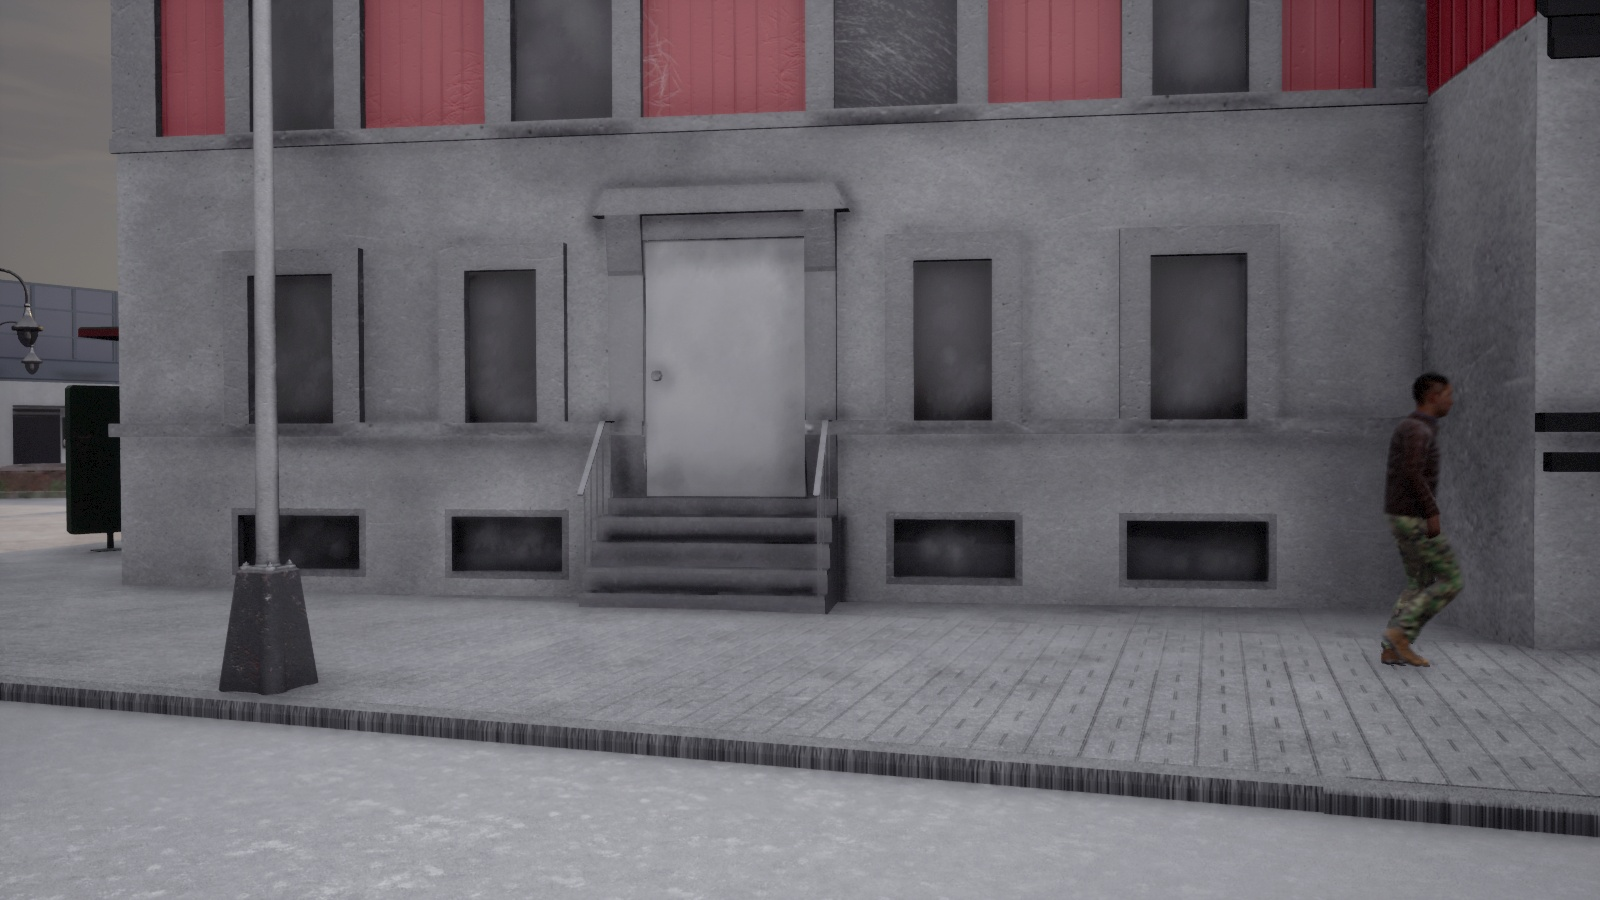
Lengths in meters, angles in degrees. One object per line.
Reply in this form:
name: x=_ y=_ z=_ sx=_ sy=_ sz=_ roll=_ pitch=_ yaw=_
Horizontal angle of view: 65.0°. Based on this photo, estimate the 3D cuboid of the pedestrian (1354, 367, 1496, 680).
pedestrian: x=3.803 y=0.428 z=7.679 sx=0.703 sy=1.840 sz=0.431 roll=1 pitch=1 yaw=18
